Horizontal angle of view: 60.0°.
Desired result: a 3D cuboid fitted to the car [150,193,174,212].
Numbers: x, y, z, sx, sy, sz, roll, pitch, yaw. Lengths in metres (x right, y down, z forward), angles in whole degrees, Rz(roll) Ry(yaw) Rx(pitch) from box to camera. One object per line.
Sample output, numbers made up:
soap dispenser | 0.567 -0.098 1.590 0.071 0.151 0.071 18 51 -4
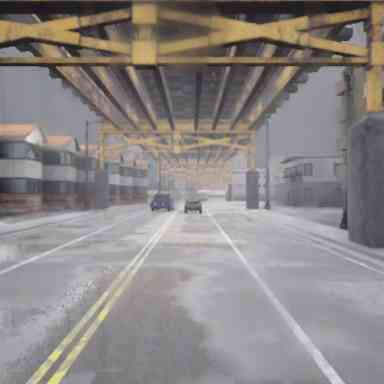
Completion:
car | -3.438 1.198 38.951 2.150 2.045 5.566 0 0 3

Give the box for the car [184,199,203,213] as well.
car | 0.166 1.470 36.809 2.128 1.511 4.902 0 0 1
